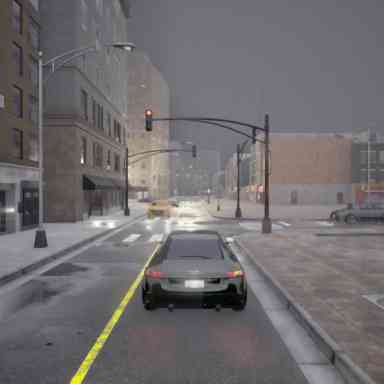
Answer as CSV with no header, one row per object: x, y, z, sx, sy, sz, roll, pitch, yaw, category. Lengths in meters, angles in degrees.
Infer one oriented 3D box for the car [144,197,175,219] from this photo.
-2.828,1.485,29.811,1.882,1.535,5.008,0,0,0,car

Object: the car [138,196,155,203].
-8.935,1.596,69.961,4.674,1.442,1.812,0,0,9,car

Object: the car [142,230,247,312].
0.057,1.564,7.781,1.994,1.385,4.181,0,0,0,car

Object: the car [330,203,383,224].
12.069,1.515,23.583,4.181,1.385,1.994,0,0,0,car

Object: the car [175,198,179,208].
-2.801,1.564,47.521,2.033,1.411,5.357,0,0,0,car
